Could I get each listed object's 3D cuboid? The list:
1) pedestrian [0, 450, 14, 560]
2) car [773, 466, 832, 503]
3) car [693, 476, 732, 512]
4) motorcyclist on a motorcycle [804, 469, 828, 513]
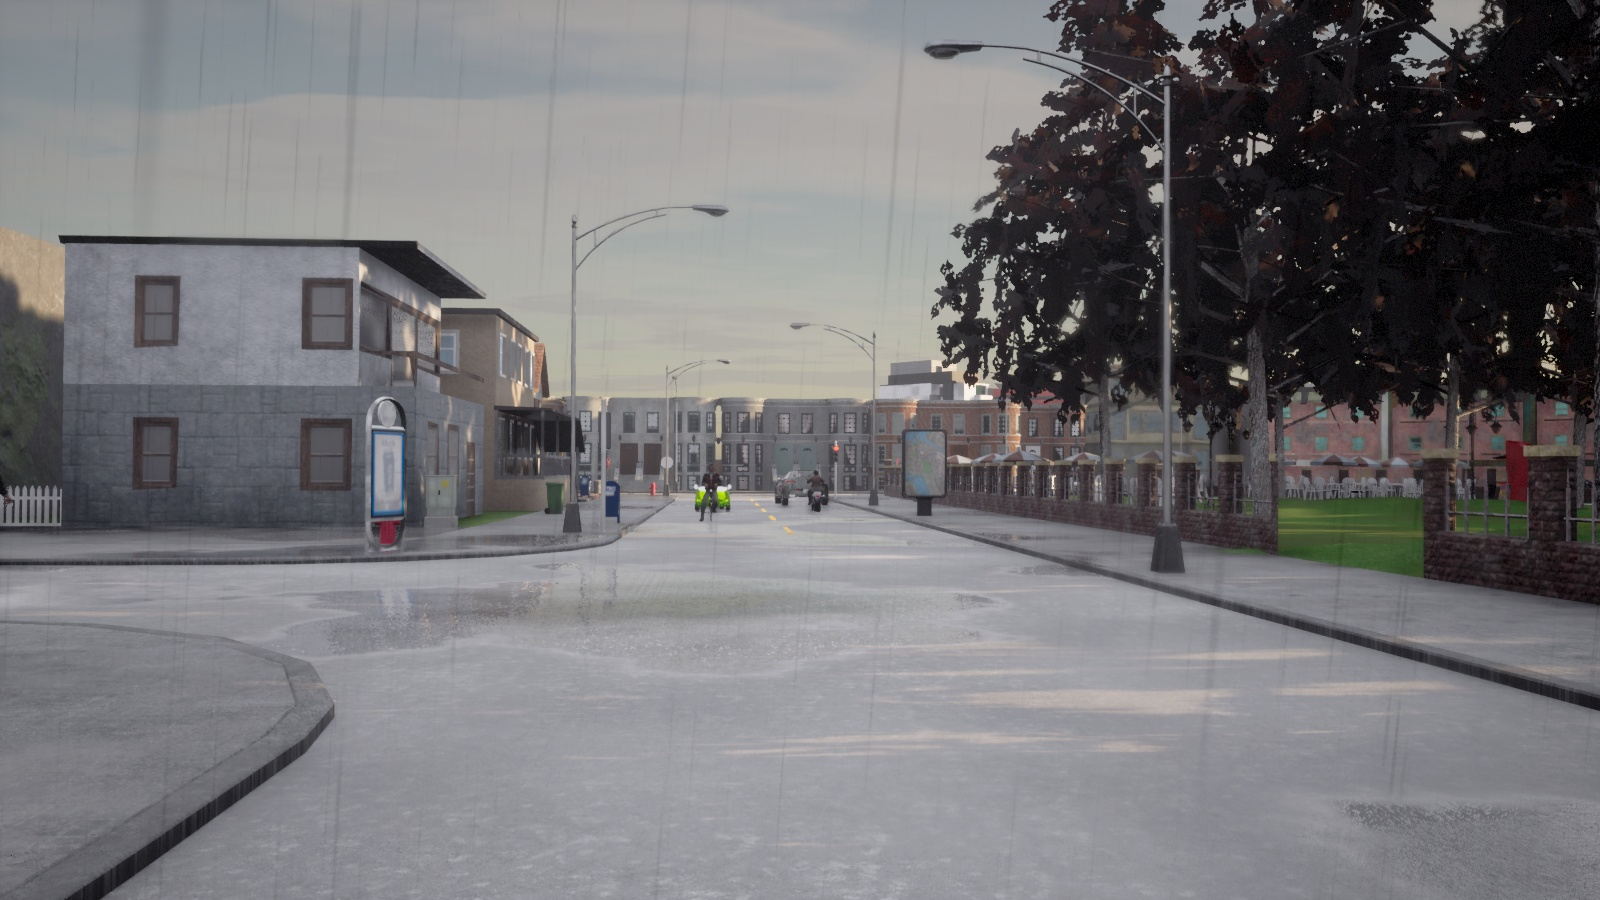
[{"bbox_3d":[-13.802,0.937,21.352,0.720,1.854,0.376,-1,-1,23],"label":"pedestrian"},{"bbox_3d":[0.065,1.576,58.663,2.152,1.651,5.027,0,-1,-7],"label":"car"},{"bbox_3d":[-3.400,1.706,49.108,1.481,1.376,2.207,0,-1,-4],"label":"car"},{"bbox_3d":[0.612,1.584,49.015,0.766,1.649,2.350,0,-1,-4],"label":"motorcyclist on a motorcycle"}]
